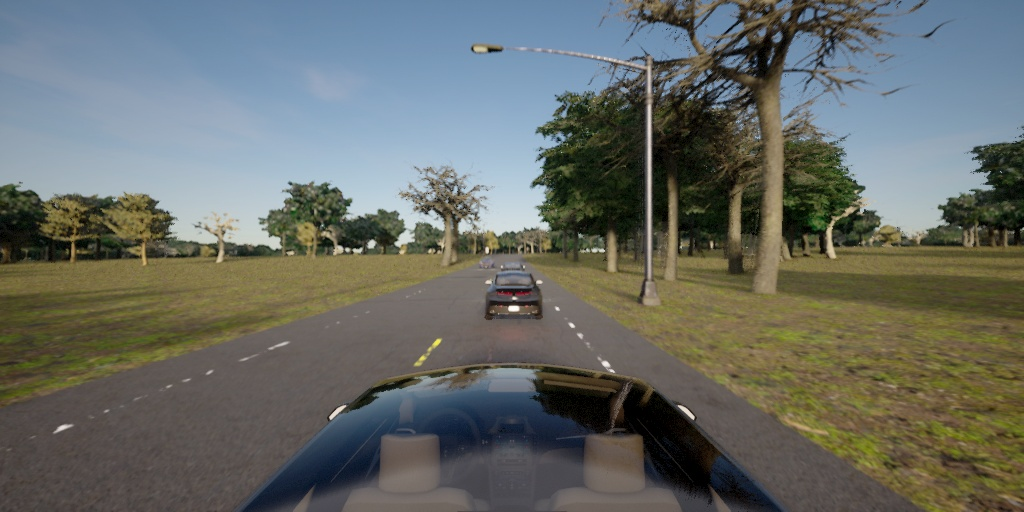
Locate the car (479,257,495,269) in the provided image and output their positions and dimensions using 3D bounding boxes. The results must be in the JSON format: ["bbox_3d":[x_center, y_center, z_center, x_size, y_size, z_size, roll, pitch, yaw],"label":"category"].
[{"bbox_3d":[-3.576,0.885,51.635,2.097,1.767,4.553,0,1,0],"label":"car"}]

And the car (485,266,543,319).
[{"bbox_3d":[0.069,1.293,13.005,1.837,1.490,4.892,0,0,0],"label":"car"}]

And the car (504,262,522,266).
[{"bbox_3d":[0.074,1.220,29.411,1.882,1.535,5.008,0,0,0],"label":"car"}]
